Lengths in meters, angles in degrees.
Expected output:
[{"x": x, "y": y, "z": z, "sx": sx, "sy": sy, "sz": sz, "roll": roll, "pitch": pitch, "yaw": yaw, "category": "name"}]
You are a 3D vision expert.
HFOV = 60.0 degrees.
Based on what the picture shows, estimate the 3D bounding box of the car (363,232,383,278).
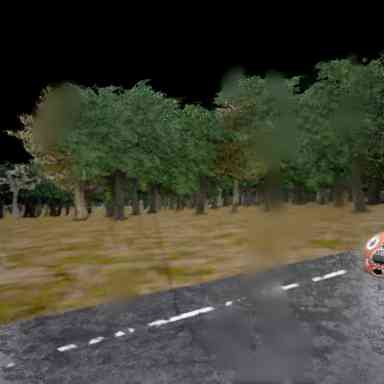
[{"x": 6.372, "y": 1.213, "z": 8.514, "sx": 4.553, "sy": 1.767, "sz": 2.097, "roll": -1, "pitch": 1, "yaw": -35, "category": "car"}]
